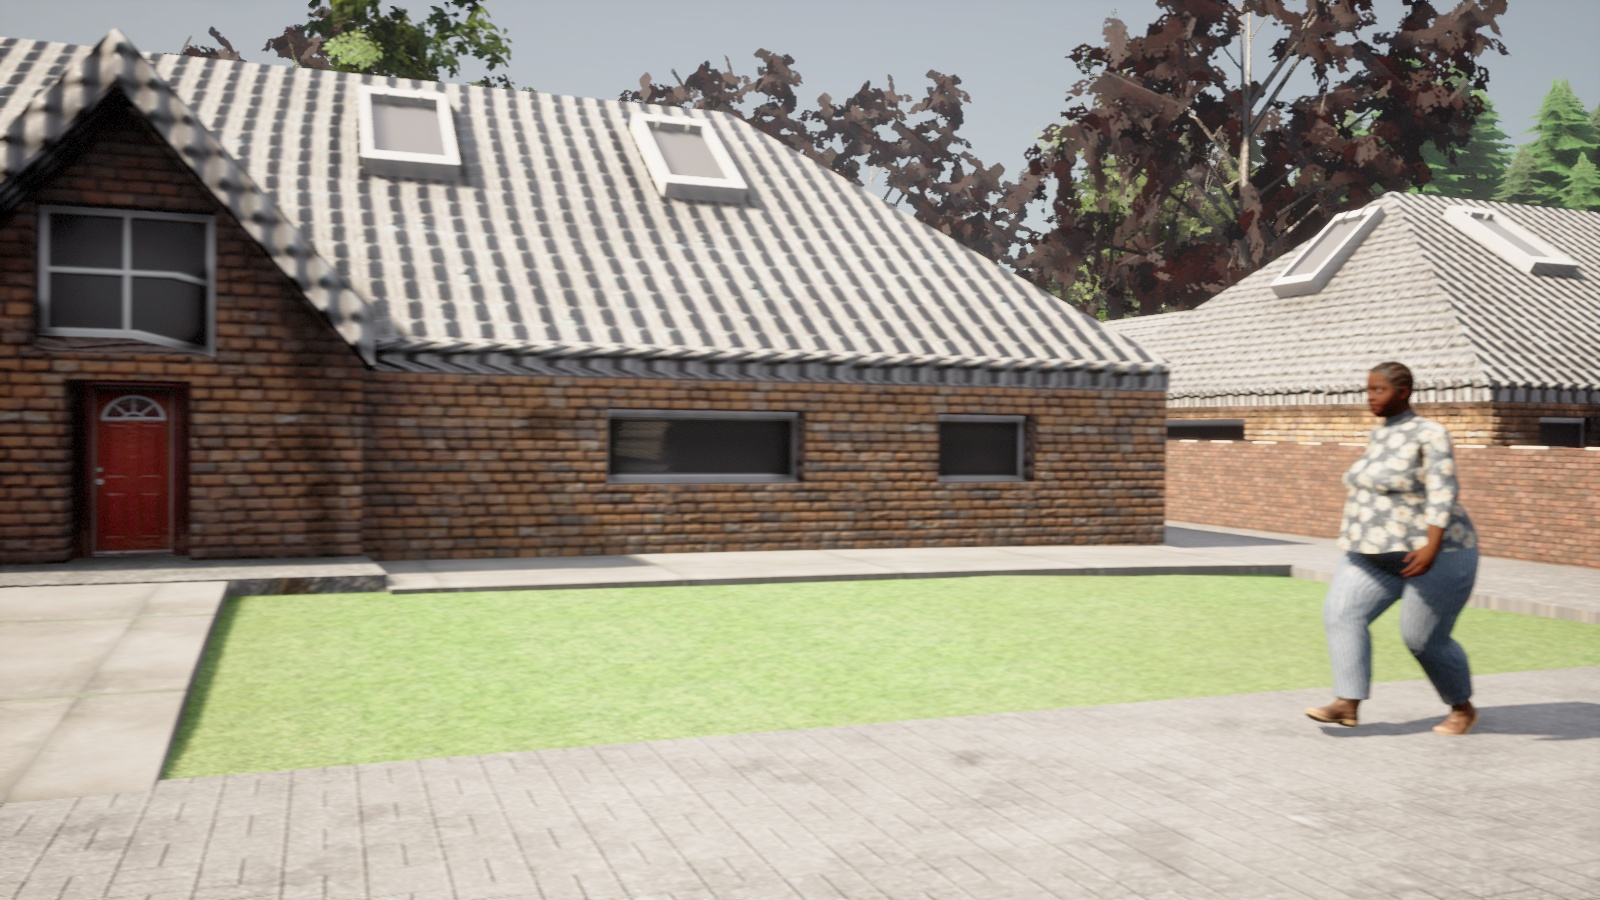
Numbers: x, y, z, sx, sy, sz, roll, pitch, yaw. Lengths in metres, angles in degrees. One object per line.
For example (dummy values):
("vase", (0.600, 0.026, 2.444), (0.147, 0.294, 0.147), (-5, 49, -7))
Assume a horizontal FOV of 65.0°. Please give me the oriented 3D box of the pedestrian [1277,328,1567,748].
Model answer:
("pedestrian", (2.965, 0.377, 6.059), (0.900, 1.855, 0.874), (-1, 1, -12))
